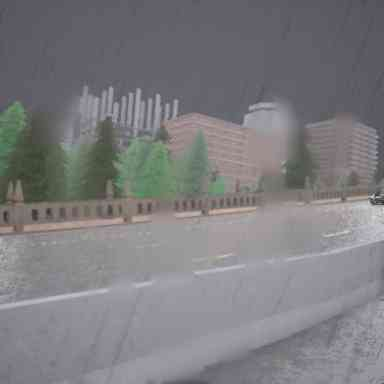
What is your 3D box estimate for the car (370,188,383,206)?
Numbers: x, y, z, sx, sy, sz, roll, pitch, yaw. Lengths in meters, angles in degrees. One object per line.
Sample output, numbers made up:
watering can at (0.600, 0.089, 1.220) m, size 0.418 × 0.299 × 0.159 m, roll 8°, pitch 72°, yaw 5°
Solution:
car at (17.872, 0.296, 29.619) m, size 4.553 × 1.767 × 2.097 m, roll -3°, pitch 2°, yaw -35°
